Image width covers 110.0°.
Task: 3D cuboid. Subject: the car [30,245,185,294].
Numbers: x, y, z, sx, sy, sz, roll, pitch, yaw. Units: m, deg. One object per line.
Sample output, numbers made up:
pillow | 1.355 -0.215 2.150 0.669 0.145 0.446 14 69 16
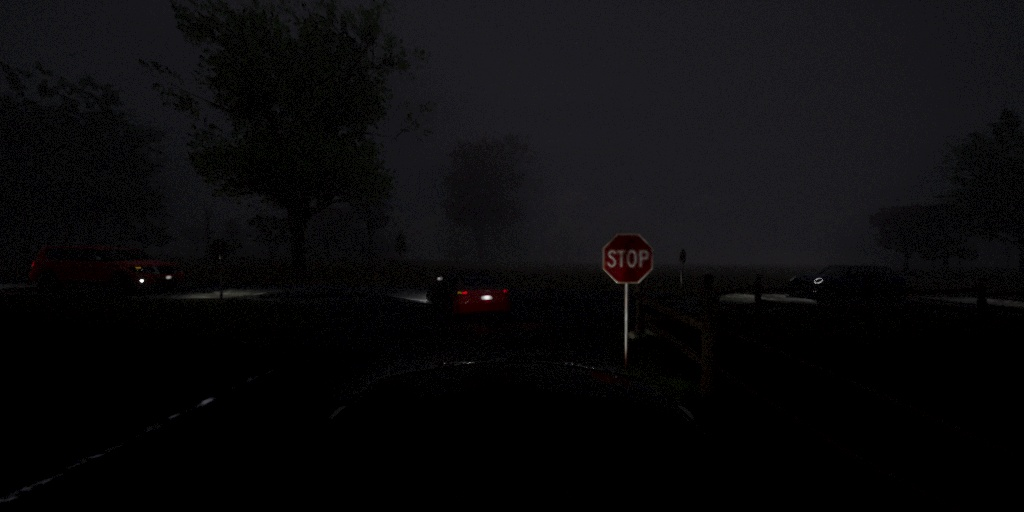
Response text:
car | -18.203 0.559 16.255 5.566 2.045 2.150 1 1 2

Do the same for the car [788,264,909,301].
car | 16.469 1.193 17.760 4.553 1.767 2.097 1 1 2

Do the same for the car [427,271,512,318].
car | -1.592 1.194 12.566 1.994 1.385 4.181 1 0 -24
